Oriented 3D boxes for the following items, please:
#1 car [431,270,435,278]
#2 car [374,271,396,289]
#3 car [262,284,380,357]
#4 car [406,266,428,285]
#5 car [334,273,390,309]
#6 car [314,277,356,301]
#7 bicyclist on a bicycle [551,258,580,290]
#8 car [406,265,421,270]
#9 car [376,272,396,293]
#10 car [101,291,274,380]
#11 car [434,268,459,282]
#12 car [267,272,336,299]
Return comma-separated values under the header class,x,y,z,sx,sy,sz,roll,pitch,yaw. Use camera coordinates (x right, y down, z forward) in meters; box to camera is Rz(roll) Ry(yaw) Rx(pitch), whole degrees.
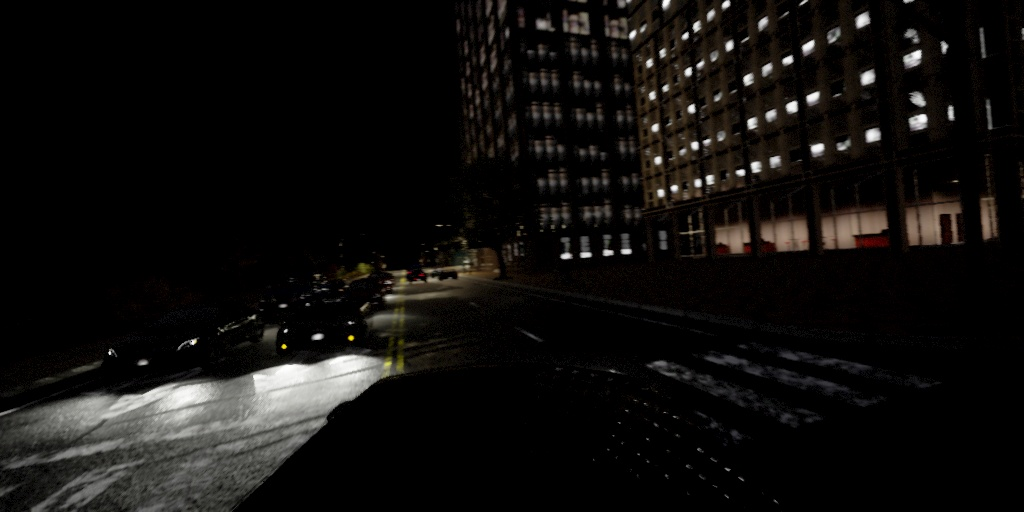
class,x,y,z,sx,sy,sz,roll,pitch,yaw
car,-10.341,2.367,50.694,1.994,1.385,4.181,-5,0,-16
car,-13.477,2.489,38.326,1.882,1.535,5.008,-5,0,-16
car,-5.162,1.775,10.364,1.994,1.385,4.181,-5,0,-17
car,-10.333,2.262,39.440,1.837,1.490,4.892,-5,0,-16
car,-7.740,1.937,18.974,1.882,1.535,5.008,-5,0,-17
car,-14.000,2.563,28.648,2.033,1.411,5.357,-5,0,-17
bicyclist on a bicycle,2.741,0.893,18.502,1.656,1.620,0.582,-5,0,-17
car,-13.347,2.267,49.325,2.150,2.045,5.566,-5,0,-17
car,-10.569,2.083,28.428,2.097,1.767,4.553,-5,0,-17
car,-8.336,1.995,9.662,1.812,1.442,4.674,-5,0,-17
car,-7.252,2.108,40.342,1.895,1.301,4.718,-5,0,-17
car,-11.066,1.953,18.709,2.150,2.045,5.566,-5,0,-17
